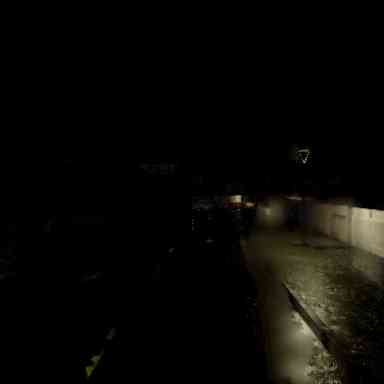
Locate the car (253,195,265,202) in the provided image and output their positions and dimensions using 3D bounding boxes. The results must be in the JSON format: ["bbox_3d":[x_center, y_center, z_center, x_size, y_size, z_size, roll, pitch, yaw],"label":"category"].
[{"bbox_3d":[15.168,1.509,75.434,1.882,1.535,5.008,0,0,26],"label":"car"}]

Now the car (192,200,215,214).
[{"bbox_3d":[1.248,1.588,35.817,1.812,1.442,4.674,0,0,13],"label":"car"}]

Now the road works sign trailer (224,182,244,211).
[{"bbox_3d":[5.376,0.539,41.565,2.380,3.560,2.880,0,0,16],"label":"road works sign trailer"}]

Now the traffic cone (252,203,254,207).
[{"bbox_3d":[9.817,2.072,53.806,0.340,0.580,0.340,0,0,16],"label":"traffic cone"}]
